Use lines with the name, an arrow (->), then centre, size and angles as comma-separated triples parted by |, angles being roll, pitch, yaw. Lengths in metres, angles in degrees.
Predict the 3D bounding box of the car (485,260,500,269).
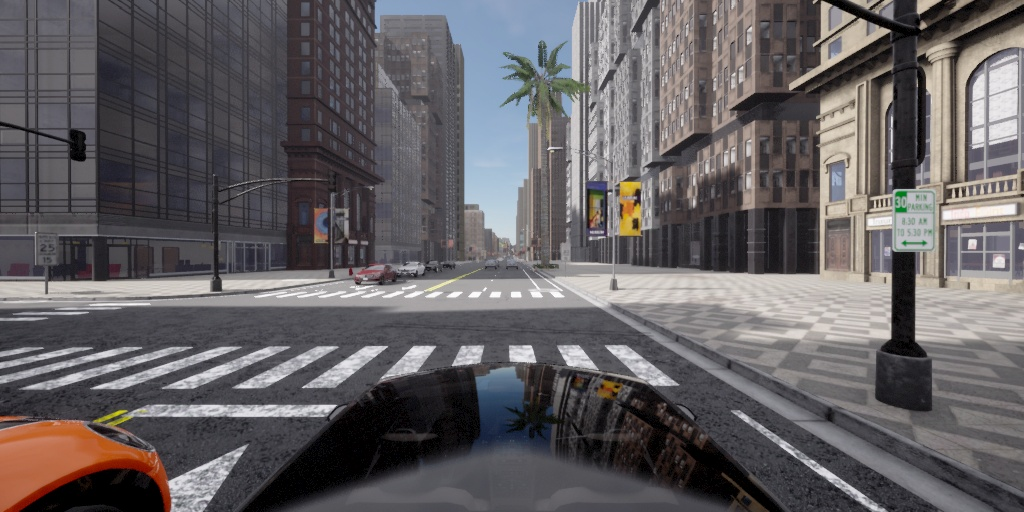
car -> -3.237, 1.334, 55.769 | 2.033, 1.411, 5.357 | 0, 0, 0

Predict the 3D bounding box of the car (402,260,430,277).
car -> -9.840, 1.286, 35.300 | 1.812, 1.442, 4.674 | 0, 0, 0

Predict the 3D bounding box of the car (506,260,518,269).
car -> 0.013, 1.334, 55.768 | 2.033, 1.411, 5.357 | 0, 0, 0

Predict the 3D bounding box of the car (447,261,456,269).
car -> -9.792, 1.386, 54.857 | 1.895, 1.301, 4.718 | 0, 0, 0

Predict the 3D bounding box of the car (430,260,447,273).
car -> -9.837, 1.274, 44.557 | 1.837, 1.490, 4.892 | 0, 0, 0

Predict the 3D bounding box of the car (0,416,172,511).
car -> -3.150, 1.102, 0.290 | 2.097, 1.767, 4.553 | 0, 0, 0

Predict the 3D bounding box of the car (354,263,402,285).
car -> -9.846, 1.281, 26.308 | 1.812, 1.442, 4.674 | 0, 0, -1
